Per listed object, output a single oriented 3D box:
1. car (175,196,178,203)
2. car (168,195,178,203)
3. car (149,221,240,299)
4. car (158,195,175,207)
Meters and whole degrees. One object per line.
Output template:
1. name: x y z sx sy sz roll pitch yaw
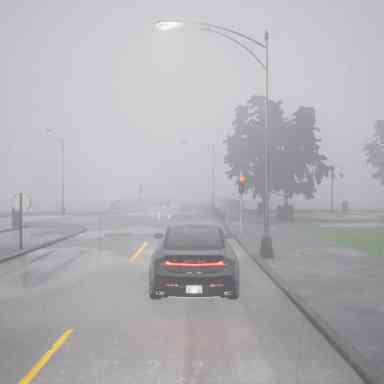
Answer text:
1. car: -4.100 1.601 60.237 1.895 1.301 4.718 0 0 0
2. car: -4.035 1.500 70.451 1.837 1.490 4.892 0 0 0
3. car: 0.056 1.505 8.411 1.837 1.490 4.892 0 0 0
4. car: -4.120 1.505 50.844 1.837 1.490 4.892 0 0 0
